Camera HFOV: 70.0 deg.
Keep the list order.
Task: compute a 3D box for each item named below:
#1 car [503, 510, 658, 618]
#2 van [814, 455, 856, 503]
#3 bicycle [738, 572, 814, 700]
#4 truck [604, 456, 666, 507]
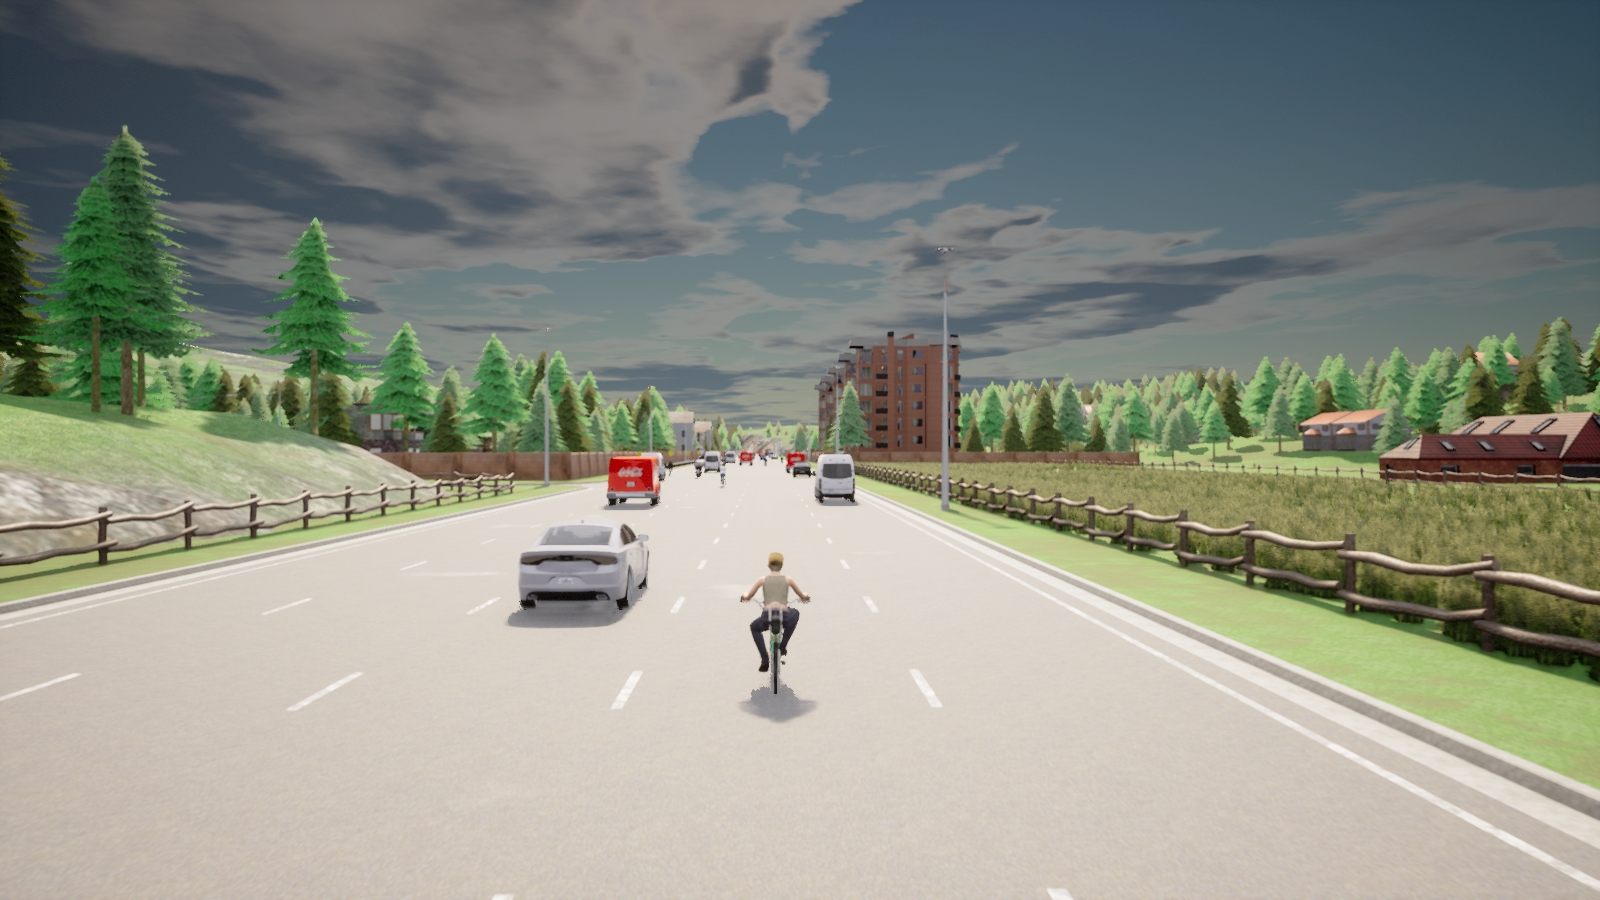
[{"bbox_3d":[-3.989,2.041,21.663,2.097,1.535,5.006,0,0,-1],"label":"car"},{"bbox_3d":[1.889,1.553,63.642,1.988,2.561,5.915,0,0,-2],"label":"van"},{"bbox_3d":[-0.290,2.162,13.547,0.859,1.276,1.487,0,0,-2],"label":"bicycle"},{"bbox_3d":[-8.493,1.587,59.353,2.627,2.467,5.204,0,0,-2],"label":"truck"}]
